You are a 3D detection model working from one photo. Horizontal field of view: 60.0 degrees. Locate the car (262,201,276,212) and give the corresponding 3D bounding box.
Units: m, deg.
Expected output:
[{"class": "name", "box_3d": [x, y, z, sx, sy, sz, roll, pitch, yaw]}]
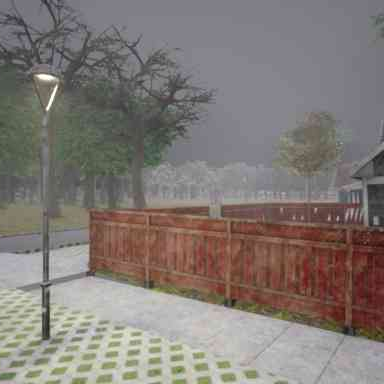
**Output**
[{"class": "car", "box_3d": [11.822, 2.121, 49.199, 1.882, 1.535, 5.008, -2, -2, 35]}]
